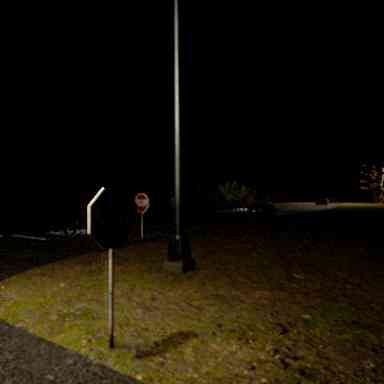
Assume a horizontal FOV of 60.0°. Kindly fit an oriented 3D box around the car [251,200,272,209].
[{"bbox_3d":[11.545,1.980,54.983,1.895,1.301,4.718,-1,0,34],"label":"car"}]

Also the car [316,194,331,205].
[{"bbox_3d":[26.439,1.733,67.403,2.097,1.767,4.553,0,0,26],"label":"car"}]

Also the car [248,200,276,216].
[{"bbox_3d":[7.752,1.798,36.700,1.812,1.442,4.674,-1,0,34],"label":"car"}]
